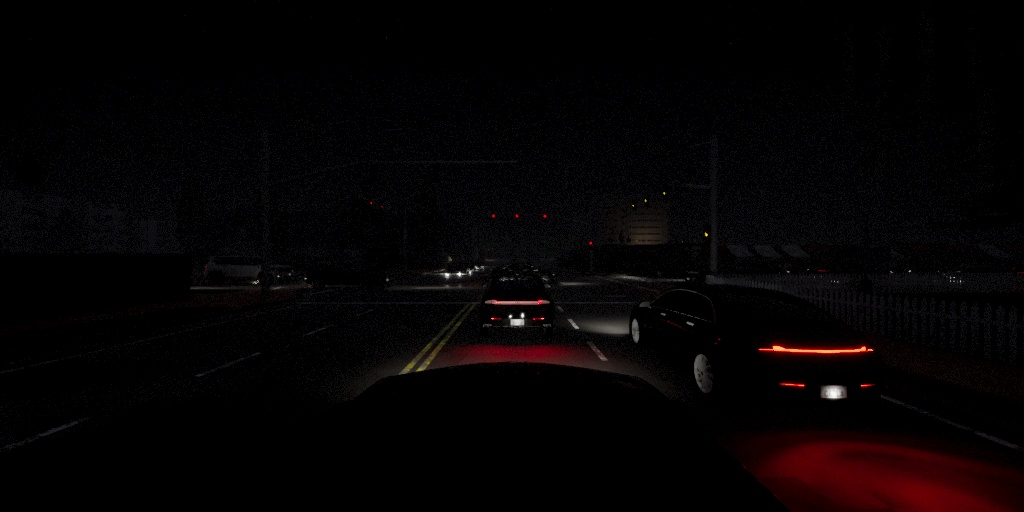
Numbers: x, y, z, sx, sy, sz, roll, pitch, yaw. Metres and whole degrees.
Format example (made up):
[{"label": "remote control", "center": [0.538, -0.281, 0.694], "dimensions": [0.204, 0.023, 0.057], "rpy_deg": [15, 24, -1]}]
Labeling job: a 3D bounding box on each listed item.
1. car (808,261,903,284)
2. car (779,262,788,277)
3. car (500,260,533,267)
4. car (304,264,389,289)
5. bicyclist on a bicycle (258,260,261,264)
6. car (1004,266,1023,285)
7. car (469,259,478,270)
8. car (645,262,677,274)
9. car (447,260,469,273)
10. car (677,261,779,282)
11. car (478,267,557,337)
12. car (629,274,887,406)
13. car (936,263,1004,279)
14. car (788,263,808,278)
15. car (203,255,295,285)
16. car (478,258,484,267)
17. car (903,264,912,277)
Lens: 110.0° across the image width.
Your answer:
[{"label": "car", "center": [25.150, 1.255, 26.384], "dimensions": [4.892, 1.490, 1.837], "rpy_deg": [0, 0, -1]}, {"label": "car", "center": [19.629, 1.241, 29.981], "dimensions": [4.902, 1.511, 2.128], "rpy_deg": [0, 0, -1]}, {"label": "car", "center": [0.843, 1.254, 26.052], "dimensions": [4.892, 1.490, 1.837], "rpy_deg": [0, 0, 0]}, {"label": "car", "center": [-10.302, 1.242, 22.497], "dimensions": [4.902, 1.511, 2.128], "rpy_deg": [0, 0, -2]}, {"label": "bicyclist on a bicycle", "center": [-26.157, 1.051, 36.812], "dimensions": [0.582, 1.620, 1.656], "rpy_deg": [0, 0, -3]}, {"label": "car", "center": [35.478, 1.255, 23.075], "dimensions": [4.892, 1.490, 1.837], "rpy_deg": [0, 0, -1]}, {"label": "car", "center": [-6.751, 1.275, 54.140], "dimensions": [1.812, 1.442, 4.674], "rpy_deg": [0, 0, 1]}, {"label": "car", "center": [14.936, 1.255, 33.460], "dimensions": [4.892, 1.490, 1.837], "rpy_deg": [0, 0, 1]}, {"label": "car", "center": [-6.823, 1.255, 44.317], "dimensions": [1.837, 1.490, 4.892], "rpy_deg": [0, 0, 0]}, {"label": "car", "center": [13.539, 1.241, 22.681], "dimensions": [4.902, 1.511, 2.128], "rpy_deg": [0, 0, -1]}, {"label": "car", "center": [0.134, 1.241, 10.289], "dimensions": [2.128, 1.511, 4.902], "rpy_deg": [0, 0, 0]}, {"label": "car", "center": [3.589, 1.255, 6.383], "dimensions": [1.837, 1.490, 4.892], "rpy_deg": [0, 0, 1]}, {"label": "car", "center": [38.889, 1.276, 30.322], "dimensions": [4.674, 1.442, 1.812], "rpy_deg": [0, 0, -1]}, {"label": "car", "center": [24.675, 1.297, 33.576], "dimensions": [5.357, 1.411, 2.033], "rpy_deg": [0, 0, -1]}, {"label": "car", "center": [-18.750, 0.970, 25.700], "dimensions": [5.566, 2.045, 2.150], "rpy_deg": [0, 0, -2]}, {"label": "car", "center": [-6.643, 1.314, 64.183], "dimensions": [1.994, 1.385, 4.181], "rpy_deg": [0, 0, 1]}, {"label": "car", "center": [34.499, 1.241, 33.751], "dimensions": [4.902, 1.511, 2.128], "rpy_deg": [0, 0, -1]}]
